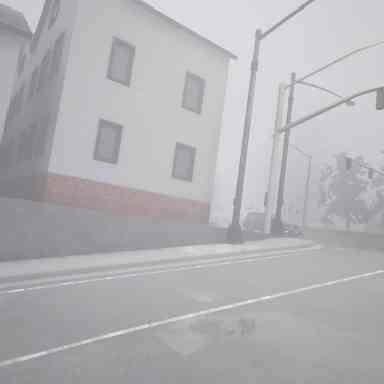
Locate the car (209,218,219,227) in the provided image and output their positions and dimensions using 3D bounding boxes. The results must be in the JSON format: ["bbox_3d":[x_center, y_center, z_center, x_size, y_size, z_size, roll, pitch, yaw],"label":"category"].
[{"bbox_3d":[0.868,3.300,38.121,2.033,1.411,5.357,12,-7,-35],"label":"car"}]

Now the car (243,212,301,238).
[{"bbox_3d":[7.006,2.954,29.616,2.150,2.045,5.566,12,-7,-35],"label":"car"}]
